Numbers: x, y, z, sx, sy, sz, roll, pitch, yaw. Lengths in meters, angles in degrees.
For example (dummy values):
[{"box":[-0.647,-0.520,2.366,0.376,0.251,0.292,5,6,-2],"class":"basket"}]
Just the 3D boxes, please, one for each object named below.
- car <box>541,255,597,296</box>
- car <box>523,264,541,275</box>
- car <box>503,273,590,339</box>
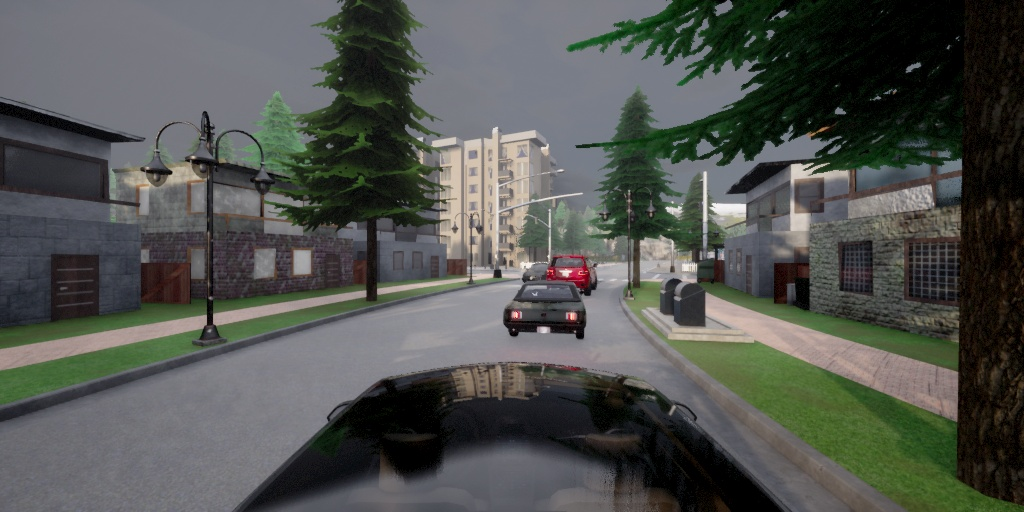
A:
[{"box":[3.369,0.971,19.631,2.150,2.045,5.566,0,0,18],"class":"car"},{"box":[2.324,1.305,27.243,1.837,1.490,4.892,0,0,24],"class":"car"},{"box":[1.073,1.351,10.135,1.895,1.301,4.718,0,0,9],"class":"car"}]
